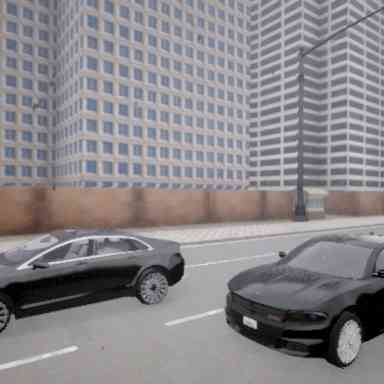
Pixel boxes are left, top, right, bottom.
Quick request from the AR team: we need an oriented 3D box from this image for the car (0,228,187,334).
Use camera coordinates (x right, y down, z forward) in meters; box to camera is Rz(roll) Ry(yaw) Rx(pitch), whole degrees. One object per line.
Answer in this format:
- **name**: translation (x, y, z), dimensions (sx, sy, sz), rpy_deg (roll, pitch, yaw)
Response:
- **car**: translation (-2.408, 1.507, 6.563), dimensions (4.902, 1.511, 2.128), rpy_deg (0, 0, -36)

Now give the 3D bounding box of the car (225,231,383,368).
- **car**: translation (2.826, 1.531, 6.003), dimensions (5.008, 1.535, 1.882), rpy_deg (1, 0, -35)
